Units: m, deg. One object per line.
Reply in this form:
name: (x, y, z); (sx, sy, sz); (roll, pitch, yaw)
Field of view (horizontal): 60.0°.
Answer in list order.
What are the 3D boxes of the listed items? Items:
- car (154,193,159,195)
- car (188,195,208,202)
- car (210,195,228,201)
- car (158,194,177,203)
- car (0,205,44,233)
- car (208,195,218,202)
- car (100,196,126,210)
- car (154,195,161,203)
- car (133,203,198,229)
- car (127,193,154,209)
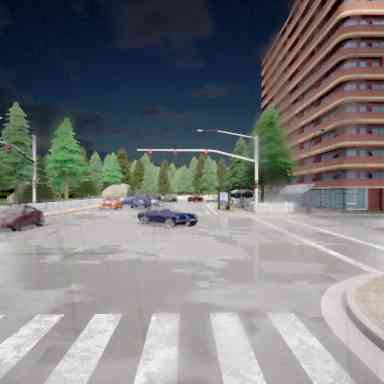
car: (-8.329, 1.225, 69.453); (2.150, 2.045, 5.566); (0, 0, 16)
car: (0.896, 1.478, 73.572); (1.882, 1.535, 5.008); (0, 0, 30)
car: (6.723, 1.524, 81.955); (1.812, 1.442, 4.674); (0, 0, 44)
car: (-4.680, 1.354, 69.364); (2.097, 1.767, 4.553); (0, 0, 16)
car: (-10.572, 1.530, 20.054); (1.812, 1.442, 4.674); (0, 0, 0)
car: (4.839, 1.595, 73.509); (1.895, 1.301, 4.718); (0, 0, 30)
car: (-10.506, 1.352, 43.388); (2.097, 1.767, 4.553); (0, 0, 1)
car: (-6.822, 1.601, 56.226); (1.895, 1.301, 4.718); (0, 0, 3)
car: (-1.706, 1.633, 22.178); (1.895, 1.301, 4.718); (0, 0, -40)
car: (-7.008, 1.221, 46.075); (2.150, 2.045, 5.566); (0, 0, 0)
